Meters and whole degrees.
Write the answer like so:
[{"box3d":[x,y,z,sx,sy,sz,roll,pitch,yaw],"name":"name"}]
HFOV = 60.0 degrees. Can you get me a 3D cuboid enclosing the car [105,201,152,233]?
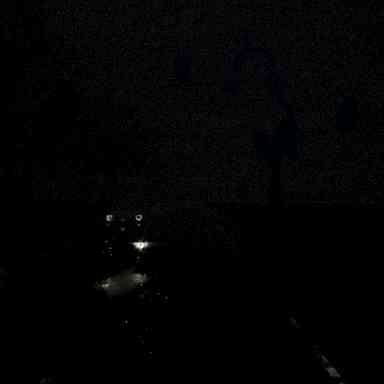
[{"box3d":[-3.595,1.343,19.486,2.097,1.767,4.553,0,0,0],"name":"car"}]
